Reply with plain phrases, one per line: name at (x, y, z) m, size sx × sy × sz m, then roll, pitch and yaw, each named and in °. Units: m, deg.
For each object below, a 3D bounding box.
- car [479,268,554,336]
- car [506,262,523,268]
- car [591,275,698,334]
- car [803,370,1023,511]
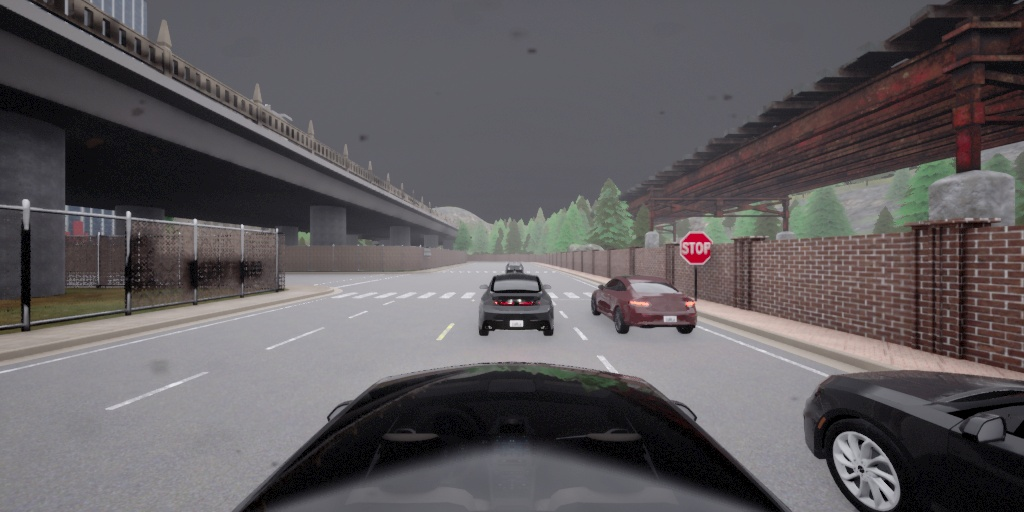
car at (0.105, 1.255, 10.378) m, size 1.837 × 1.490 × 4.892 m, roll 0°, pitch 0°, yaw 0°
car at (0.280, 1.351, 40.103) m, size 1.895 × 1.301 × 4.718 m, roll 0°, pitch 0°, yaw 0°
car at (3.626, 1.276, 10.504) m, size 1.812 × 1.442 × 4.674 m, roll 0°, pitch 0°, yaw 0°
car at (3.600, 1.255, 1.286) m, size 1.837 × 1.490 × 4.892 m, roll 0°, pitch 0°, yaw 0°
